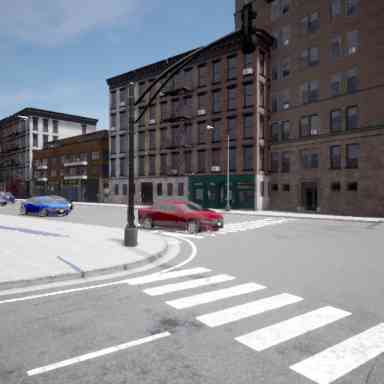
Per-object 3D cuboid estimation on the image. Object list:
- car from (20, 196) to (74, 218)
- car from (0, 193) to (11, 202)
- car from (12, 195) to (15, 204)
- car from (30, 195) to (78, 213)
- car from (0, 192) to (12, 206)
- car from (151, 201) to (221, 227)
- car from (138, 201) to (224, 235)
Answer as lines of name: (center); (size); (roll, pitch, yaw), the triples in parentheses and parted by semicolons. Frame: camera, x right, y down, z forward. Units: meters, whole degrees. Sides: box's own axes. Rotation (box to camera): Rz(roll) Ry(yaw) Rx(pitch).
car: (-11.556, 1.120, 26.071); (5.008, 1.535, 1.882); (1, 0, 39)
car: (-33.140, 0.897, 57.609); (4.674, 1.442, 1.812); (1, 0, 43)
car: (-27.583, 0.786, 48.232); (4.553, 1.767, 2.097); (1, 0, 41)
car: (-13.112, 1.104, 31.485); (4.902, 1.511, 2.128); (1, 0, 39)
car: (-24.347, 1.003, 40.862); (4.674, 1.442, 1.812); (1, 0, 41)
car: (-0.433, 1.344, 21.664); (4.181, 1.385, 1.994); (1, 0, 36)
car: (-0.656, 1.268, 17.646); (5.008, 1.535, 1.882); (1, 0, 37)
